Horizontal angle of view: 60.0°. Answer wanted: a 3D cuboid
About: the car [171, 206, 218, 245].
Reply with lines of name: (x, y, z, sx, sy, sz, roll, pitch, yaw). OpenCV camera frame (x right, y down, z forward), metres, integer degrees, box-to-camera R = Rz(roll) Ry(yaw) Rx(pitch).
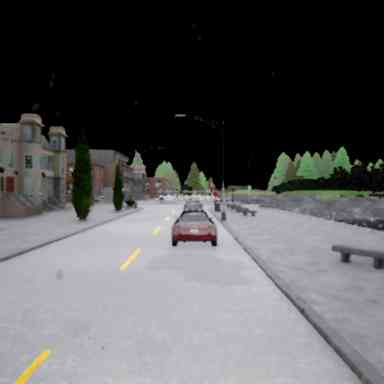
car: (0.098, 1.535, 15.298, 1.994, 1.385, 4.181, 0, 0, 0)

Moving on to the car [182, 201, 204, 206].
car: (0.096, 1.495, 29.792, 2.033, 1.411, 5.357, 0, 0, 0)
